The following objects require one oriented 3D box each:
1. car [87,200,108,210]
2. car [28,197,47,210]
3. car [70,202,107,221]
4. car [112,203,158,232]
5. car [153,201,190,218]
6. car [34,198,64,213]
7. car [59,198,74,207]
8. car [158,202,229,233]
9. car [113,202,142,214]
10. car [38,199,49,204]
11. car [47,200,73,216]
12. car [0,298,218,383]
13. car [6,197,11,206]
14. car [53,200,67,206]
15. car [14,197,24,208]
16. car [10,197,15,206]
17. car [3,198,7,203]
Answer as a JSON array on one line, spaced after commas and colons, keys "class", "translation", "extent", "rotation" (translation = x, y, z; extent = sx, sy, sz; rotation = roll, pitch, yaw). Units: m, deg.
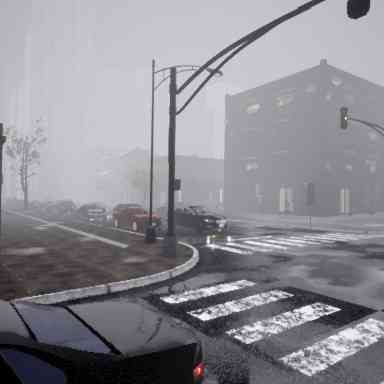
[{"class": "car", "translation": [-14.830, 2.038, 52.083], "extent": [1.752, 1.417, 4.829], "rotation": [1, -1, -35]}, {"class": "car", "translation": [-22.729, 1.891, 48.534], "extent": [1.752, 1.417, 4.829], "rotation": [1, -1, -35]}, {"class": "car", "translation": [-8.603, 1.729, 28.190], "extent": [1.802, 1.307, 4.206], "rotation": [1, -1, -35]}, {"class": "car", "translation": [-3.447, 1.615, 20.812], "extent": [1.887, 1.381, 4.507], "rotation": [1, -1, -35]}, {"class": "car", "translation": [-2.150, 1.761, 34.040], "extent": [1.967, 1.590, 4.097], "rotation": [1, -1, -35]}, {"class": "car", "translation": [-18.054, 1.843, 41.771], "extent": [2.008, 1.369, 4.403], "rotation": [1, -1, -35]}, {"class": "car", "translation": [-25.237, 2.114, 66.861], "extent": [1.967, 1.590, 4.097], "rotation": [1, -1, -35]}, {"class": "car", "translation": [0.225, 1.592, 20.314], "extent": [2.128, 1.511, 4.902], "rotation": [1, -1, -35]}, {"class": "car", "translation": [-8.352, 1.965, 42.904], "extent": [2.008, 1.369, 4.403], "rotation": [1, -1, -35]}, {"class": "car", "translation": [-38.009, 2.402, 85.142], "extent": [1.752, 1.417, 4.829], "rotation": [1, -1, -35]}, {"class": "car", "translation": [-13.757, 1.791, 35.569], "extent": [1.947, 1.339, 4.313], "rotation": [1, -1, -35]}, {"class": "car", "translation": [-2.295, 1.547, 1.962], "extent": [5.357, 1.411, 2.033], "rotation": [0, 0, -38]}, {"class": "car", "translation": [-35.276, 2.131, 66.599], "extent": [1.947, 1.339, 4.313], "rotation": [1, -1, -35]}, {"class": "car", "translation": [-28.405, 2.306, 71.395], "extent": [1.802, 1.307, 4.206], "rotation": [1, -1, -35]}, {"class": "car", "translation": [-29.120, 2.012, 57.775], "extent": [1.887, 1.381, 4.507], "rotation": [1, -1, -35]}, {"class": "car", "translation": [-32.107, 2.080, 62.064], "extent": [1.947, 1.339, 4.313], "rotation": [1, -1, -35]}, {"class": "car", "translation": [-38.444, 1.930, 71.138], "extent": [2.192, 1.841, 5.009], "rotation": [1, -1, -35]}]
